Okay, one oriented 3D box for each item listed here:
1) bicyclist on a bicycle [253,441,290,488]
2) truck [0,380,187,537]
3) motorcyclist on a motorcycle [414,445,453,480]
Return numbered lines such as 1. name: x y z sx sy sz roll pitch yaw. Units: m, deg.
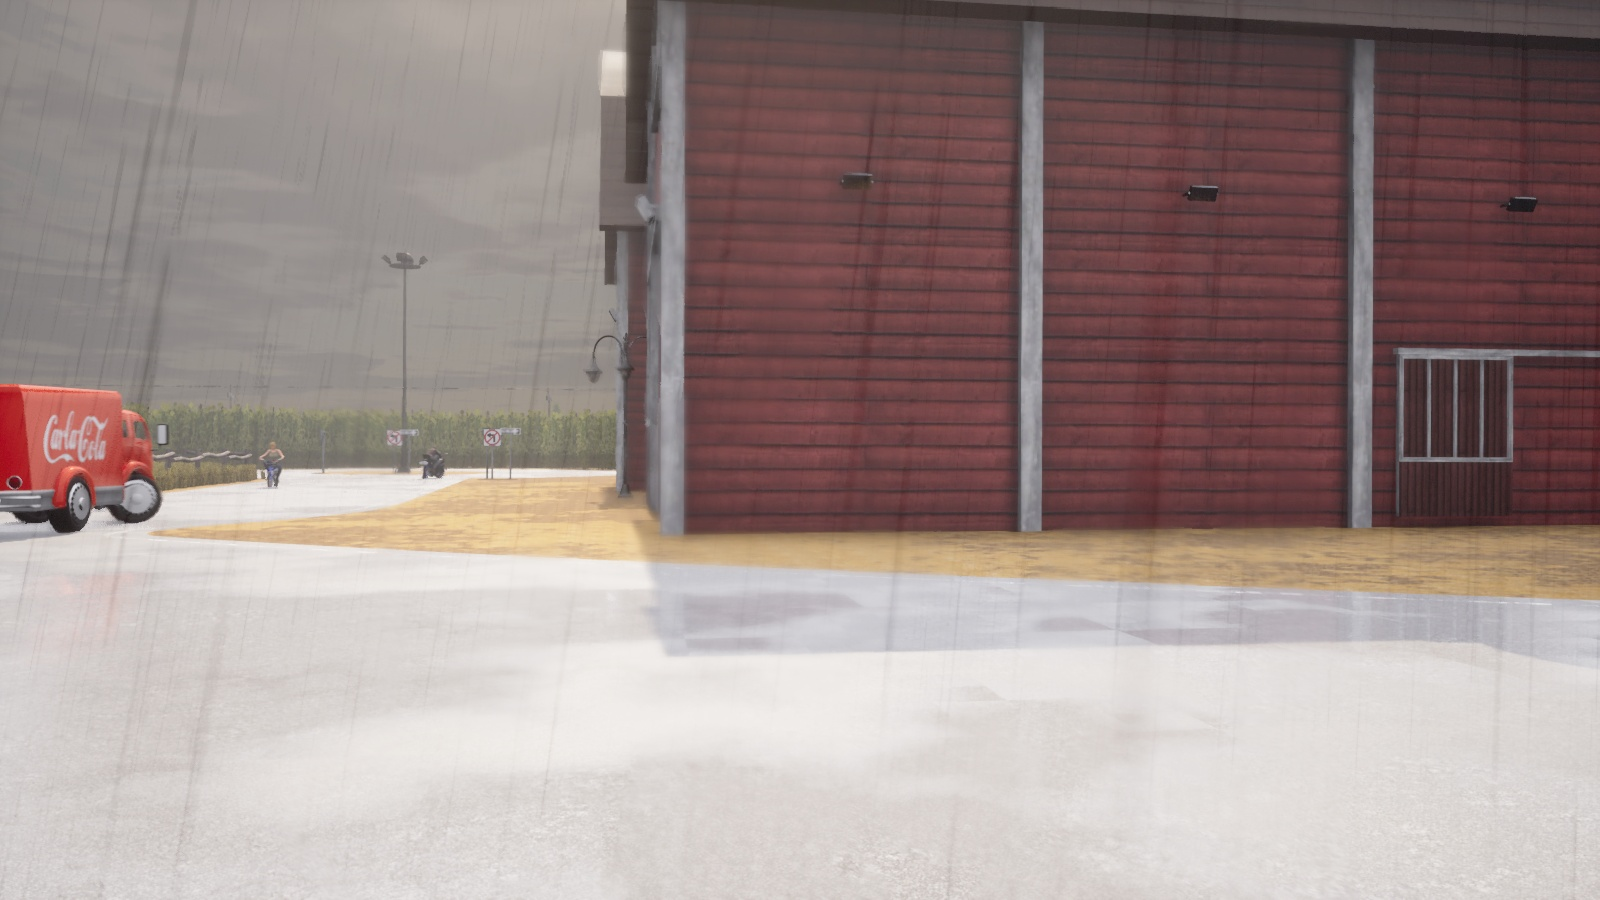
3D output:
1. bicyclist on a bicycle: -18.301 0.486 43.514 0.866 1.612 1.509 0 0 -11
2. truck: -13.403 0.136 22.325 2.627 2.467 5.204 -1 0 -3
3. motorcyclist on a motorcycle: -16.658 0.562 57.168 0.866 1.530 2.191 2 0 7
